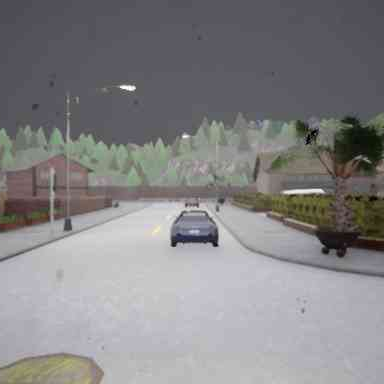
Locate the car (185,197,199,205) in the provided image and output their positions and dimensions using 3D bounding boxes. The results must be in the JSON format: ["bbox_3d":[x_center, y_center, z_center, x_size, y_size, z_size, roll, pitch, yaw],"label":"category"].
[{"bbox_3d":[0.013,1.378,46.140,1.994,1.385,4.181,0,0,0],"label":"car"}]

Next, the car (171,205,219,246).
[{"bbox_3d":[0.102,1.503,14.917,1.994,1.385,4.181,0,0,0],"label":"car"}]
